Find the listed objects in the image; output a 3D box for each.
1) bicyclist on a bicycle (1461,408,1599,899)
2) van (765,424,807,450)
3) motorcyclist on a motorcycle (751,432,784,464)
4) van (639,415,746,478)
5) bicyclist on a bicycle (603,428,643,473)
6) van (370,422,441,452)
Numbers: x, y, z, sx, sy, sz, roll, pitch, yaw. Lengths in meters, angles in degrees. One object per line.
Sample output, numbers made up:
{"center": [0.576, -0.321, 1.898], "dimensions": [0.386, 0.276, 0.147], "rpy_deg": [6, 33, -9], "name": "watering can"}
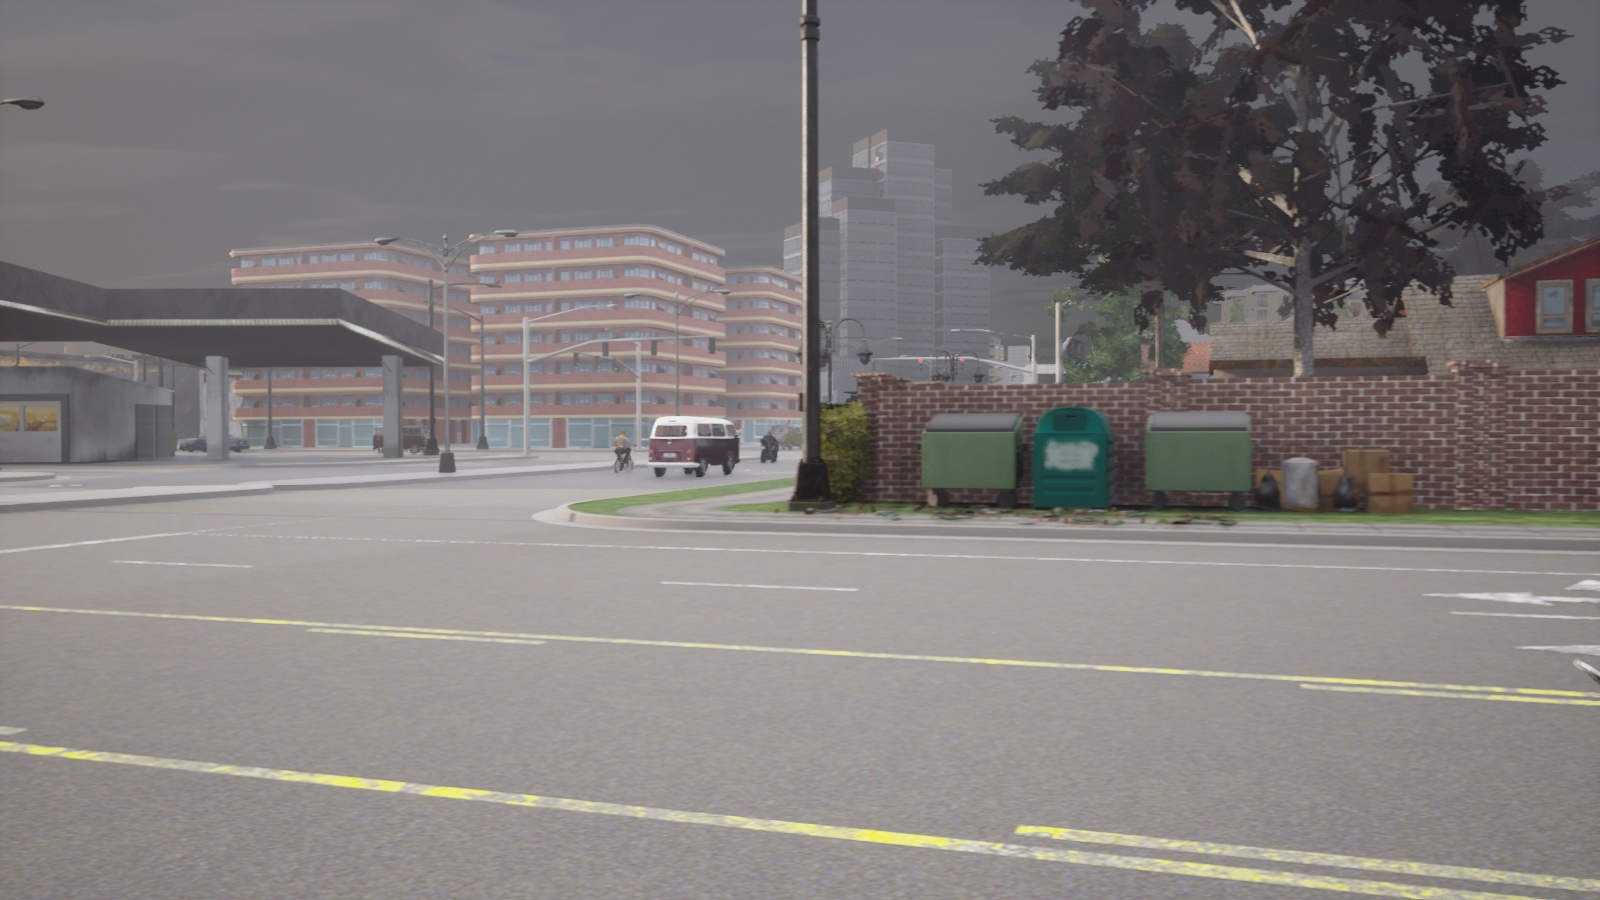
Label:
{"center": [2.211, 0.732, 2.442], "dimensions": [1.509, 1.612, 0.866], "rpy_deg": [1, 1, 18], "name": "bicyclist on a bicycle"}
{"center": [-1.057, -0.995, 98.046], "dimensions": [1.775, 1.987, 4.442], "rpy_deg": [1, 1, 20], "name": "van"}
{"center": [-1.548, -0.114, 60.557], "dimensions": [0.866, 1.530, 2.191], "rpy_deg": [1, 1, 18], "name": "motorcyclist on a motorcycle"}
{"center": [-3.625, -0.155, 43.191], "dimensions": [2.069, 2.038, 4.480], "rpy_deg": [1, 1, 18], "name": "van"}
{"center": [-6.450, 0.006, 45.779], "dimensions": [0.866, 1.612, 1.509], "rpy_deg": [1, 1, 18], "name": "bicyclist on a bicycle"}
{"center": [-26.857, -0.891, 85.497], "dimensions": [4.442, 1.987, 1.775], "rpy_deg": [1, 1, 17], "name": "van"}
